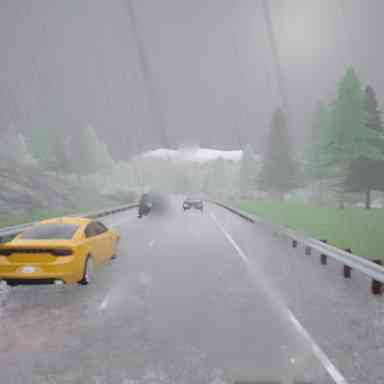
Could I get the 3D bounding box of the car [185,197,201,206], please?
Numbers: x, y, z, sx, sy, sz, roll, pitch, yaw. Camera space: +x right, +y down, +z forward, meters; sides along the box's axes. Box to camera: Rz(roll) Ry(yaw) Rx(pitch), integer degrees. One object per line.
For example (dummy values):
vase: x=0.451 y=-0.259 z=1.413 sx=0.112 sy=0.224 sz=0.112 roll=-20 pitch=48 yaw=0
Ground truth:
car: x=0.105 y=1.168 z=30.561 sx=1.895 sy=1.301 sz=4.718 roll=0 pitch=0 yaw=0

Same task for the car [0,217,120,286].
car: x=-3.368 y=1.450 z=9.355 sx=1.882 sy=1.535 sz=5.008 roll=0 pitch=0 yaw=0

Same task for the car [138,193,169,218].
car: x=-3.286 y=1.142 z=29.070 sx=2.150 sy=2.045 sz=5.566 roll=0 pitch=0 yaw=1

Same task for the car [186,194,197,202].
car: x=-0.118 y=1.029 z=62.242 sx=2.033 sy=1.411 sz=5.357 roll=0 pitch=0 yaw=-2
